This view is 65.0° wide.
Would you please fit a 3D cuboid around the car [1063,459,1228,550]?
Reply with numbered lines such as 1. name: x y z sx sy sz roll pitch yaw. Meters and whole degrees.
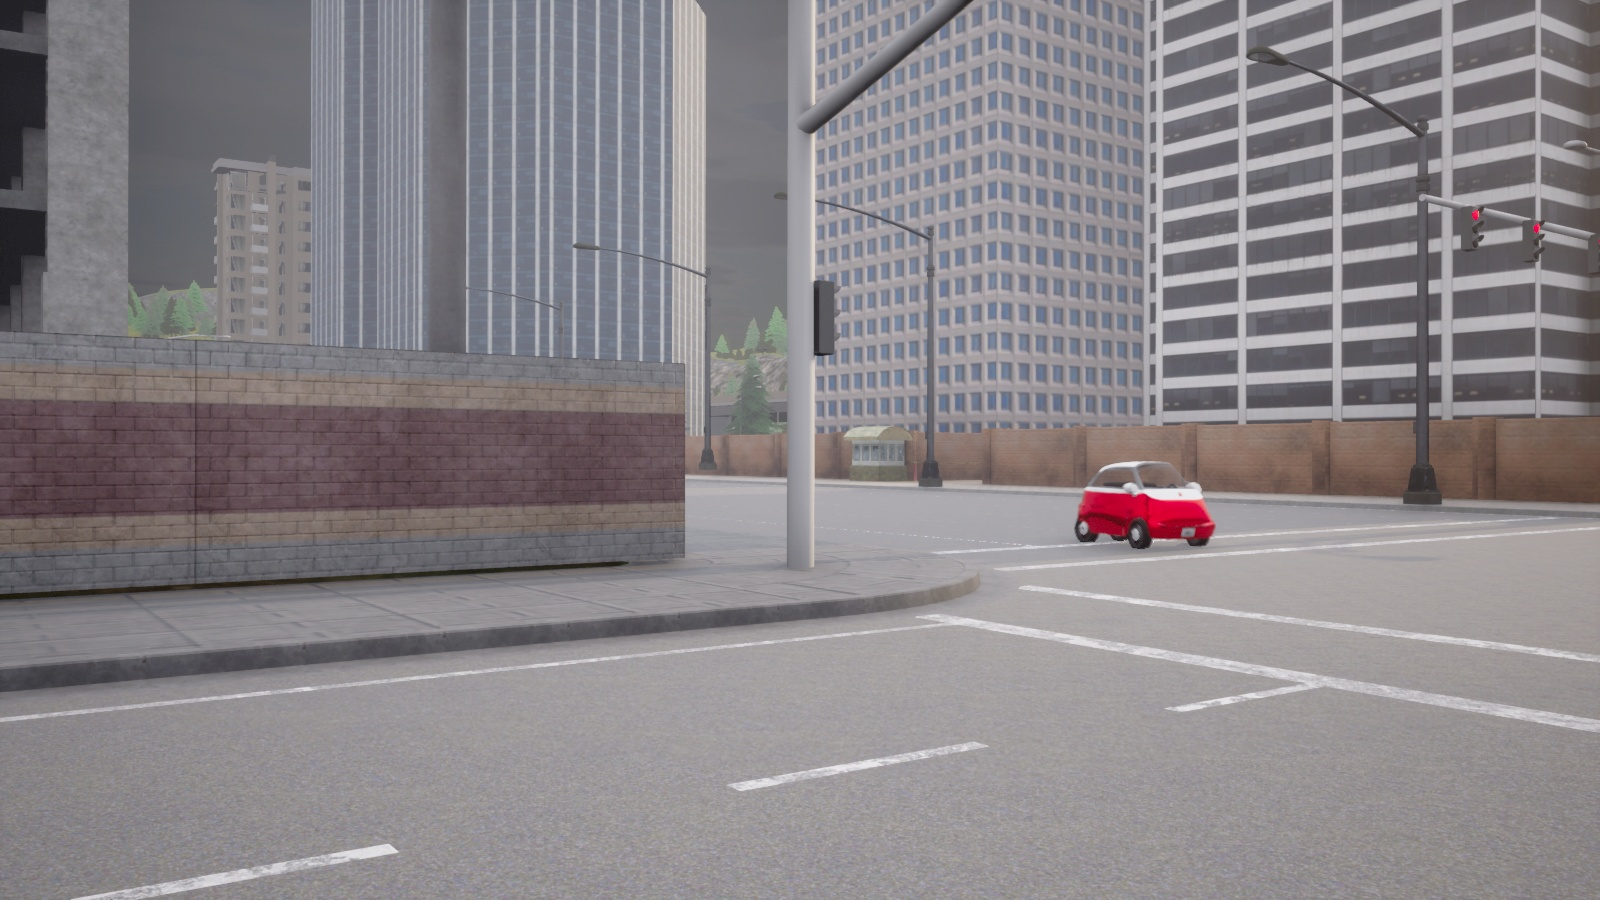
1. car: 5.558 0.838 20.364 1.481 1.376 2.207 0 -1 -27
